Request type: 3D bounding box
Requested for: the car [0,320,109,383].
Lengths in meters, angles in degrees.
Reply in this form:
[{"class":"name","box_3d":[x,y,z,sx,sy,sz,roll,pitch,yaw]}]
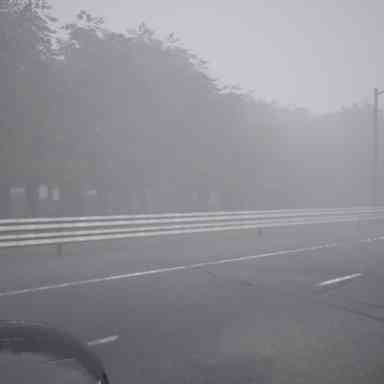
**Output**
[{"class":"car","box_3d":[-2.864,1.480,1.700,4.902,1.511,2.128,1,0,-36]}]
